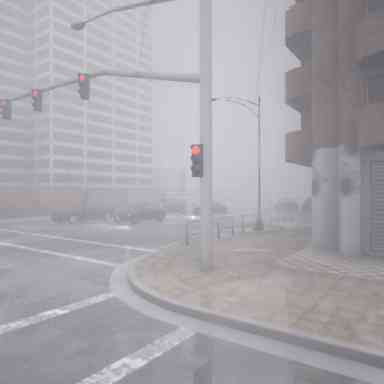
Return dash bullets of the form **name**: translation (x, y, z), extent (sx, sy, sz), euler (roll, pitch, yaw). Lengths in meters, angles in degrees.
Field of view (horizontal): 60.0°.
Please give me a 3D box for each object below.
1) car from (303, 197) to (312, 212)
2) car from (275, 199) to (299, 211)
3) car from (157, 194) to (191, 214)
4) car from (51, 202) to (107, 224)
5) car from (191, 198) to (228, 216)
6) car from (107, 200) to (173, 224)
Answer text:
- **car**: translation (14.495, 1.369, 38.702), extent (2.097, 1.767, 4.553), euler (0, 0, 35)
- **car**: translation (11.616, 1.549, 40.720), extent (1.812, 1.442, 4.674), euler (0, 0, 35)
- **car**: translation (-2.572, 1.387, 33.078), extent (2.097, 1.767, 4.553), euler (0, 0, 35)
- **car**: translation (-8.146, 1.512, 25.209), extent (1.882, 1.535, 5.008), euler (0, 0, 35)
- **car**: translation (1.850, 1.593, 33.251), extent (1.994, 1.385, 4.181), euler (0, 0, 36)
- **car**: translation (-3.845, 1.555, 25.197), extent (1.812, 1.442, 4.674), euler (0, 0, 35)
